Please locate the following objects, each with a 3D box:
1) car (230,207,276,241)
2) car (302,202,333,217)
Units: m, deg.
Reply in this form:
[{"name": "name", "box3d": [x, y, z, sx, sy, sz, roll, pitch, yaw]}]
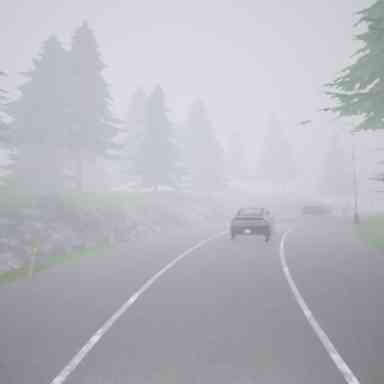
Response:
[{"name": "car", "box3d": [3.192, 1.541, 17.032, 2.128, 1.511, 4.902, -2, -1, 18]}, {"name": "car", "box3d": [13.101, 1.783, 34.644, 1.882, 1.535, 5.008, -5, -4, 39]}]
